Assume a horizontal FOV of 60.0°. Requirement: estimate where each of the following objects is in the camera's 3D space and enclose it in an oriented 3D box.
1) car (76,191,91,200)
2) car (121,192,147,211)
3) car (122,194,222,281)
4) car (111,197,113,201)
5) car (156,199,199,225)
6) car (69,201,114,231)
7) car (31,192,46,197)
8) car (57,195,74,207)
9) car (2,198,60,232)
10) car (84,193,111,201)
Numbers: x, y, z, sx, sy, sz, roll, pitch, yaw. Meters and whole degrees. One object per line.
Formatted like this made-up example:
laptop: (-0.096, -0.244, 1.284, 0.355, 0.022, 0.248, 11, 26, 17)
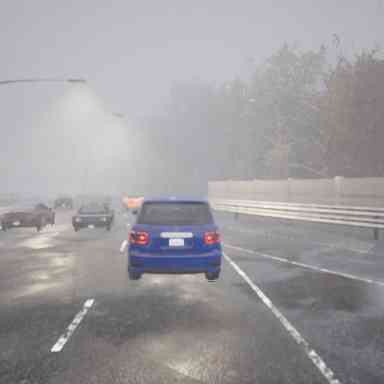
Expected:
car: (-20.566, 0.611, 63.740, 2.097, 1.767, 4.553, 0, 1, -37)
car: (-6.132, 0.946, 34.878, 2.097, 1.767, 4.553, 0, 1, -17)
car: (-0.558, 1.101, 9.529, 2.150, 2.045, 5.566, 1, 1, -5)
car: (-14.314, 0.979, 53.523, 1.895, 1.301, 4.718, 0, 1, -29)
car: (-1.121, 1.257, 23.070, 1.812, 1.442, 4.674, 0, 1, -18)
car: (-5.396, 1.382, 18.703, 1.895, 1.301, 4.718, 0, 1, -10)
car: (-38.825, 0.616, 84.091, 4.718, 1.301, 1.895, 1, 1, 39)
car: (-14.171, 1.076, 36.788, 1.837, 1.490, 4.892, 0, 1, -21)
car: (-8.931, 1.308, 18.467, 1.812, 1.442, 4.674, 0, 1, -10)
car: (-10.555, 1.133, 37.042, 1.994, 1.385, 4.181, 0, 1, -20)
